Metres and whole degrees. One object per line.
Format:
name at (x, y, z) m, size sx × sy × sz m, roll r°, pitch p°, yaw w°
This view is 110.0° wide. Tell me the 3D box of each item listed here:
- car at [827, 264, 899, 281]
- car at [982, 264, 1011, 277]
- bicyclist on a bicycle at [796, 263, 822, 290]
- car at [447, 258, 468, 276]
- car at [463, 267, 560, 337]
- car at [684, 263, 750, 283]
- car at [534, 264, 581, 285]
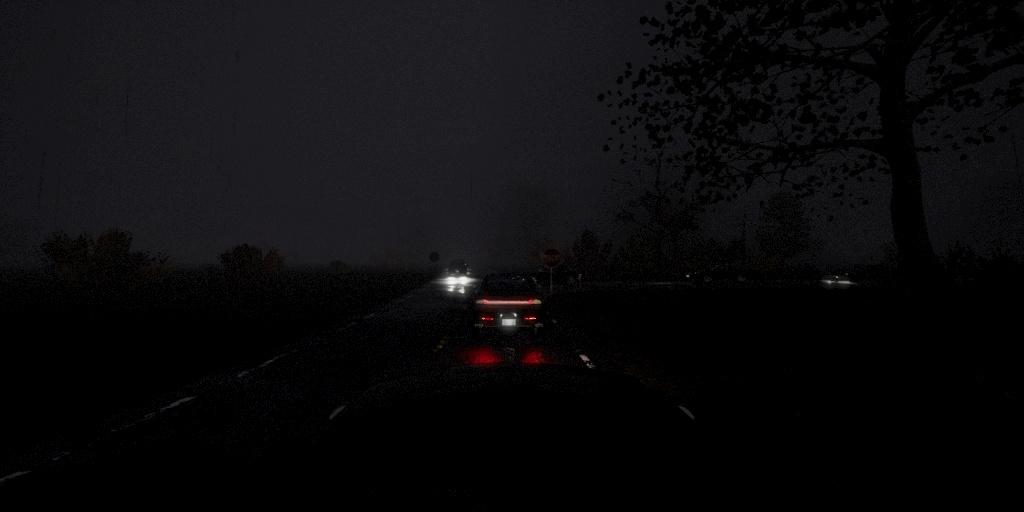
car at (29.415, 1.360, 29.997) m, size 5.357 × 1.411 × 2.033 m, roll 0°, pitch 0°, yaw -9°
car at (45.449, 1.388, 32.414) m, size 5.357 × 1.411 × 2.033 m, roll 0°, pitch 0°, yaw -9°
bicyclist on a bicycle at (18.043, 1.233, 21.798) m, size 0.582 × 1.620 × 1.656 m, roll 0°, pitch 0°, yaw -9°
car at (-5.578, 1.235, 36.981) m, size 2.128 × 1.511 × 4.902 m, roll 0°, pitch 0°, yaw -8°
car at (-0.135, 1.241, 10.300) m, size 2.128 × 1.511 × 4.902 m, roll 0°, pitch 0°, yaw -2°
car at (15.916, 1.279, 27.890) m, size 4.902 × 1.511 × 2.128 m, roll 0°, pitch 0°, yaw -9°
car at (2.397, 1.260, 24.699) m, size 4.892 × 1.490 × 1.837 m, roll 1°, pitch 0°, yaw -21°
